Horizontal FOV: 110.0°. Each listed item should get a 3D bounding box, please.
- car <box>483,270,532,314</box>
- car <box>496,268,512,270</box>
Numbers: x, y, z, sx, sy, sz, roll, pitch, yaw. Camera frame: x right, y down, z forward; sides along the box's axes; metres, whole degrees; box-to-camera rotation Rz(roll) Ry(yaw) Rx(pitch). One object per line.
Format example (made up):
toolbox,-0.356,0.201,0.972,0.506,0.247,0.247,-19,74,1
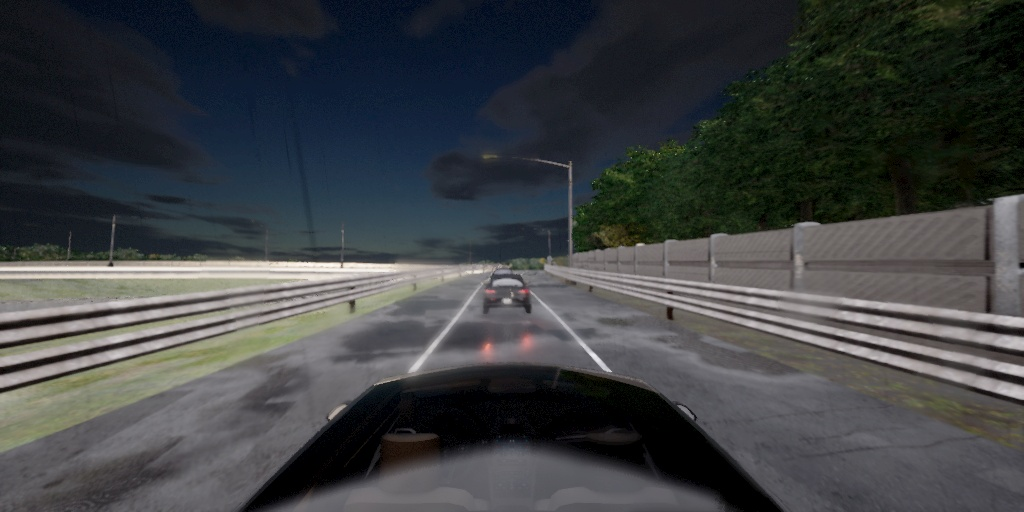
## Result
car,-0.212,1.452,14.731,1.812,1.442,4.674,0,-1,-2
car,-0.638,1.640,27.342,2.033,1.411,5.357,0,-1,-1
